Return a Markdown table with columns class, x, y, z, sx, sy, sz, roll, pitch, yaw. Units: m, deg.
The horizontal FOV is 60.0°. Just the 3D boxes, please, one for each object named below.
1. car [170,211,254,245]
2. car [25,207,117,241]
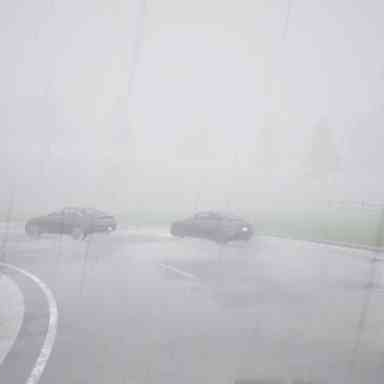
| class | x | y | z | sx | sy | sz | roll | pitch | yaw |
| --- | --- | --- | --- | --- | --- | --- | --- | --- | --- |
| car | 0.870 | 1.576 | 15.870 | 1.994 | 1.385 | 4.181 | 0 | 0 | -45 |
| car | -5.986 | 1.476 | 16.332 | 4.902 | 1.511 | 2.128 | 0 | 0 | 25 |
